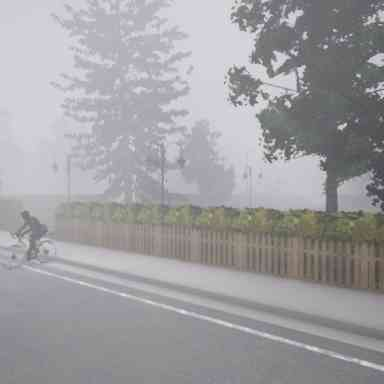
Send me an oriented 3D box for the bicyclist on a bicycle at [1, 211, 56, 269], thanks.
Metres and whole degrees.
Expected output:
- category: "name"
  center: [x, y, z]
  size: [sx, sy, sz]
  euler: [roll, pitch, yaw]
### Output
- category: "bicyclist on a bicycle"
  center: [-4.751, 1.376, 9.784]
  size: [0.582, 1.620, 1.656]
  euler: [0, 0, 37]
